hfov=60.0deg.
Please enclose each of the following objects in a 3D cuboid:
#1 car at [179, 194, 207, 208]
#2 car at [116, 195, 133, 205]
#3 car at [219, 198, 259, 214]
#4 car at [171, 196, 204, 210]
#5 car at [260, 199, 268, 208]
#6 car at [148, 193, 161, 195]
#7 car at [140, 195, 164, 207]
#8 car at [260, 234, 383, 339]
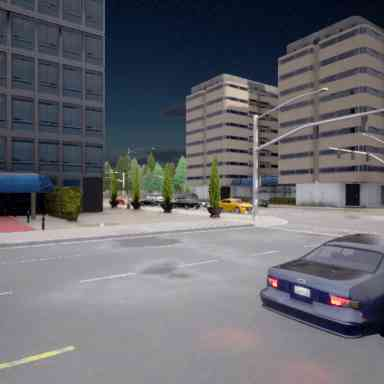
[{"bbox_3d":[0.254,1.491,48.083,2.128,1.511,4.902,0,0,-35],"label":"car"},{"bbox_3d":[-12.002,1.352,59.555,2.097,1.767,4.553,0,0,-35],"label":"car"},{"bbox_3d":[4.467,1.478,35.964,1.882,1.535,5.008,0,0,-35],"label":"car"},{"bbox_3d":[-0.893,1.601,43.619,1.895,1.301,4.718,0,0,-35],"label":"car"},{"bbox_3d":[8.978,1.564,48.197,1.994,1.385,4.181,0,0,-35],"label":"car"},{"bbox_3d":[-5.810,1.221,56.766,2.150,2.045,5.566,0,0,-34],"label":"car"},{"bbox_3d":[-6.165,1.601,51.152,1.895,1.301,4.718,0,0,-35],"label":"car"},{"bbox_3d":[3.719,1.547,6.473,5.357,1.411,2.033,0,0,-35],"label":"car"}]
